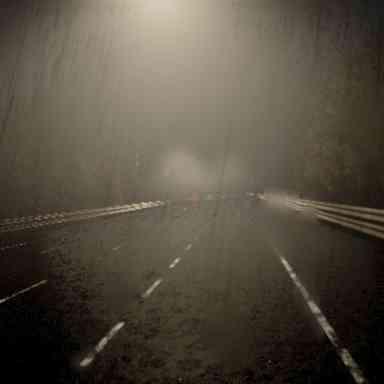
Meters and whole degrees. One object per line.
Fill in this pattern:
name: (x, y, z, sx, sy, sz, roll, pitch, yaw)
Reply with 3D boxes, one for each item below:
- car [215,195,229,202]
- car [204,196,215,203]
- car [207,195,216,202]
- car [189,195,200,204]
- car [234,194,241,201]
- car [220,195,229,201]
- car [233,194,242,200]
car: (7.465, 1.470, 80.741, 2.097, 1.767, 4.553, -4, 0, 8)
car: (4.036, 1.944, 81.321, 1.895, 1.301, 4.718, -4, 0, 8)
car: (5.422, 1.759, 91.198, 2.128, 1.511, 4.902, -4, 0, 8)
car: (0.496, 1.809, 81.402, 2.150, 2.045, 5.566, -4, 0, 8)
car: (10.886, 1.421, 79.900, 2.033, 1.411, 5.357, -4, 0, 8)
car: (8.882, 1.553, 90.709, 1.994, 1.385, 4.181, -4, 0, 8)
car: (12.338, 1.292, 90.219, 2.128, 1.511, 4.902, -4, 0, 8)
